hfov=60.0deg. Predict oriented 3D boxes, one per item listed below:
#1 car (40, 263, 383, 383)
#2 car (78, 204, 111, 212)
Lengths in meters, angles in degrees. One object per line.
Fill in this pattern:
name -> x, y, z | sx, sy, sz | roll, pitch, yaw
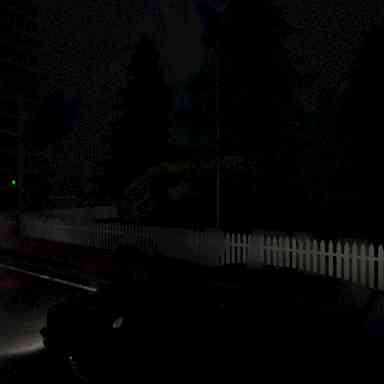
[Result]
car -> 0.606, 1.547, 3.562 | 5.357, 1.411, 2.033 | 0, 0, 36
car -> -11.175, 1.296, 38.395 | 2.097, 1.767, 4.553 | 0, 0, 13
